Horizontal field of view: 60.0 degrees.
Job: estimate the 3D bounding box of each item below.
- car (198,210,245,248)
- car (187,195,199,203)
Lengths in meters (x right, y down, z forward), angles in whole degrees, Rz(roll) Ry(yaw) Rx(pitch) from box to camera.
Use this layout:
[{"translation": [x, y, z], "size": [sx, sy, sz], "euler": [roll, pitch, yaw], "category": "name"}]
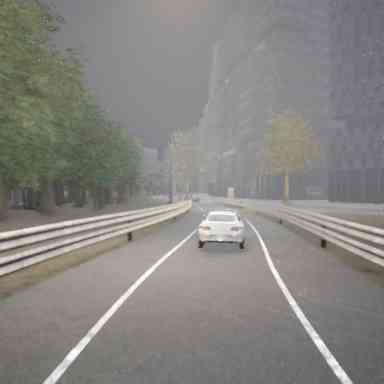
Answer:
[{"translation": [1.354, 1.535, 14.787], "size": [1.812, 1.442, 4.674], "euler": [0, 0, 7], "category": "car"}, {"translation": [0.271, 1.458, 69.251], "size": [2.128, 1.511, 4.902], "euler": [0, 0, -12], "category": "car"}]
